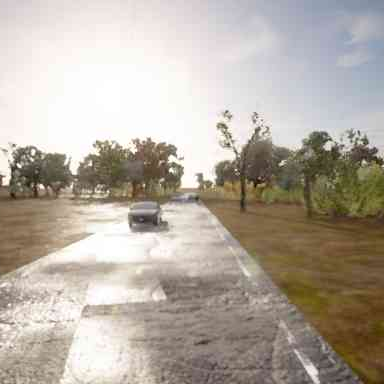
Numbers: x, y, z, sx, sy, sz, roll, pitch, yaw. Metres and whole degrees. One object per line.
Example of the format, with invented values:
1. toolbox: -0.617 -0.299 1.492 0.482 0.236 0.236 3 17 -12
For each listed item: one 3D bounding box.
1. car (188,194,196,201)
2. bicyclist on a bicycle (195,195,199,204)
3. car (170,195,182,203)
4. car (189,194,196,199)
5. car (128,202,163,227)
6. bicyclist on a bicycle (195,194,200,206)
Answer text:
1. car: 0.020 1.248 77.264 2.128 1.511 4.902 0 0 0
2. bicyclist on a bicycle: 0.841 1.254 58.207 0.582 1.620 1.656 0 0 0
3. car: -3.004 1.340 63.721 1.994 1.385 4.181 0 0 1
4. car: 0.024 1.129 90.329 1.895 1.301 4.718 0 0 0
5. car: -3.093 1.408 22.681 1.882 1.535 5.008 0 0 0
6. bicyclist on a bicycle: 0.838 1.205 49.537 0.659 1.776 1.843 0 0 0
